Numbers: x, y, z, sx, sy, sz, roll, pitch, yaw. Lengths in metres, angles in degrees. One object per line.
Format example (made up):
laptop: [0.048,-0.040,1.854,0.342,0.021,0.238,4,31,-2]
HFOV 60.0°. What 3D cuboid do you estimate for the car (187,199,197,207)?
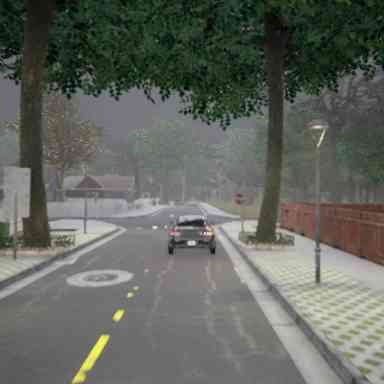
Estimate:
car: [-0.028,2.373,68.699,1.895,1.301,4.718,0,-1,0]

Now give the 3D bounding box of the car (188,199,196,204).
car: [-0.033,2.377,84.305,1.994,1.385,4.181,0,-1,0]

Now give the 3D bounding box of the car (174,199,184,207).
car: [-2.781,2.325,70.776,1.812,1.442,4.674,0,-1,0]

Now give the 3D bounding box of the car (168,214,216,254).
car: [-0.004,1.662,14.054,1.812,1.442,4.674,0,-1,0]
